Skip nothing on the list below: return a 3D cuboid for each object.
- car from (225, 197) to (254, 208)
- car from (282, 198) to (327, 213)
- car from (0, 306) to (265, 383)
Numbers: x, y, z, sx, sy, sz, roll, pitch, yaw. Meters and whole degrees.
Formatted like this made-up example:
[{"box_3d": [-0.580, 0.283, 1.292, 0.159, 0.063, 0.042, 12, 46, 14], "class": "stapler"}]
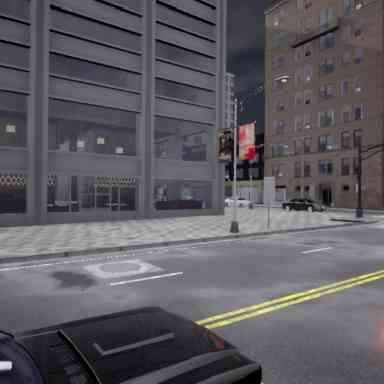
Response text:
[{"box_3d": [6.072, 1.380, 43.931, 1.812, 1.442, 4.674, 1, 0, -35], "class": "car"}, {"box_3d": [11.935, 1.402, 35.605, 1.837, 1.490, 4.892, 1, 0, -35], "class": "car"}, {"box_3d": [-1.674, 1.601, 2.197, 4.718, 1.301, 1.895, 0, 0, -35], "class": "car"}]
